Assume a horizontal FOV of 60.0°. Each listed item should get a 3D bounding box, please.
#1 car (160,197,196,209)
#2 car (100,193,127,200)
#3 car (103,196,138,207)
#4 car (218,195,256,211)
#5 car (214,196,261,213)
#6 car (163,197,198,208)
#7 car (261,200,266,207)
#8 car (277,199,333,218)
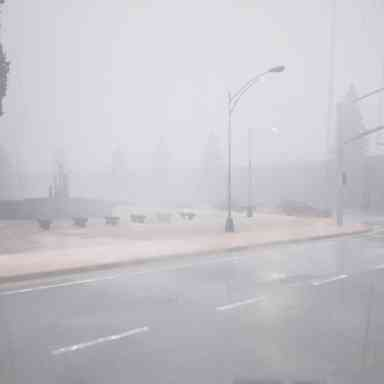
[{"bbox_3d":[-2.136,1.505,45.165,4.892,1.490,1.837,0,0,38],"label":"car"},{"bbox_3d":[-14.757,1.223,63.053,5.566,2.045,2.150,0,0,16],"label":"car"},{"bbox_3d":[-10.653,1.601,50.498,4.718,1.301,1.895,0,0,25],"label":"car"},{"bbox_3d":[5.645,1.352,42.424,2.097,1.767,4.553,0,0,-42],"label":"car"},{"bbox_3d":[4.845,1.547,38.117,2.033,1.411,5.357,0,0,-38],"label":"car"},{"bbox_3d":[-1.782,1.478,49.258,5.008,1.535,1.882,0,0,35],"label":"car"},{"bbox_3d":[8.878,1.564,49.528,1.994,1.385,4.181,0,0,-44],"label":"car"},{"bbox_3d":[10.476,1.526,30.403,1.812,1.442,4.674,0,0,-35],"label":"car"}]
